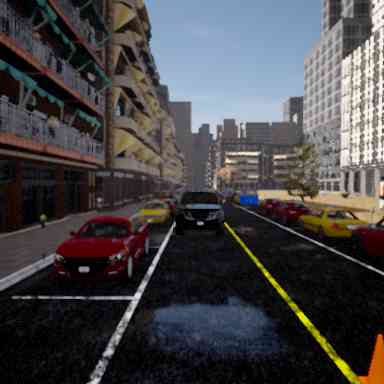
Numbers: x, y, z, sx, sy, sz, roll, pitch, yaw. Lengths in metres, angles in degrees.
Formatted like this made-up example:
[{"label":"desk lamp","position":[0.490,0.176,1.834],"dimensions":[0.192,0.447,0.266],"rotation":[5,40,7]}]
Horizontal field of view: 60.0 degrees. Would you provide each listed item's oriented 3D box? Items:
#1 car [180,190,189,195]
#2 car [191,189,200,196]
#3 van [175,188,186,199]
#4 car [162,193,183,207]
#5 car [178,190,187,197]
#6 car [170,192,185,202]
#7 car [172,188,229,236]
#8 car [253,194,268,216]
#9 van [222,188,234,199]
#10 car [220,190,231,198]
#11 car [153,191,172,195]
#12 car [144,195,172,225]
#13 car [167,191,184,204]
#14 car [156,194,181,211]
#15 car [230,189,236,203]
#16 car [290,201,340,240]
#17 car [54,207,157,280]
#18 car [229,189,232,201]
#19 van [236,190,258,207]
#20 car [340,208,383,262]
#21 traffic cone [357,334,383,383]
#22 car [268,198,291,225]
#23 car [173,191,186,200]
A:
[{"label":"car","position":[-1.830,0.089,81.158],"dimensions":[1.947,1.339,4.313],"rotation":[0,1,0]},{"label":"car","position":[0.857,0.105,80.396],"dimensions":[1.994,1.385,4.181],"rotation":[0,1,0]},{"label":"van","position":[-1.970,0.250,59.052],"dimensions":[1.690,1.788,3.998],"rotation":[0,1,0]},{"label":"car","position":[-2.108,0.856,36.953],"dimensions":[2.008,1.369,4.403],"rotation":[0,1,0]},{"label":"car","position":[-1.900,0.297,70.106],"dimensions":[1.802,1.307,4.206],"rotation":[0,1,0]},{"label":"car","position":[-2.039,0.671,48.004],"dimensions":[1.947,1.339,4.313],"rotation":[0,1,0]},{"label":"car","position":[0.362,0.907,16.611],"dimensions":[2.150,2.045,5.566],"rotation":[0,1,0]},{"label":"car","position":[6.201,1.107,25.849],"dimensions":[1.802,1.307,4.206],"rotation":[0,1,0]},{"label":"van","position":[6.409,0.267,59.000],"dimensions":[1.690,1.788,3.998],"rotation":[0,1,0]},{"label":"car","position":[6.446,0.351,64.697],"dimensions":[1.752,1.417,4.829],"rotation":[0,1,0]},{"label":"car","position":[-2.180,0.823,25.897],"dimensions":[2.192,1.841,5.009],"rotation":[0,1,0]},{"label":"car","position":[-2.215,1.139,20.206],"dimensions":[1.752,1.417,4.829],"rotation":[0,1,0]},{"label":"car","position":[-2.074,0.645,42.475],"dimensions":[1.967,1.590,4.097],"rotation":[0,1,0]},{"label":"car","position":[-2.143,0.957,31.427],"dimensions":[2.008,1.369,4.403],"rotation":[0,1,0]},{"label":"car","position":[6.307,0.744,42.594],"dimensions":[1.752,1.417,4.829],"rotation":[0,1,0]},{"label":"car","position":[6.133,1.253,14.967],"dimensions":[1.752,1.417,4.829],"rotation":[0,1,0]},{"label":"car","position":[-2.283,1.362,9.325],"dimensions":[1.887,1.381,4.507],"rotation":[0,1,0]},{"label":"car","position":[6.341,0.688,47.952],"dimensions":[1.947,1.339,4.313],"rotation":[0,1,0]},{"label":"van","position":[6.271,0.663,36.896],"dimensions":[1.690,1.788,3.998],"rotation":[0,1,0]},{"label":"car","position":[6.096,1.274,9.269],"dimensions":[1.967,1.590,4.097],"rotation":[0,1,0]},{"label":"traffic cone","position":[2.101,1.886,3.723],"dimensions":[0.340,0.580,0.340],"rotation":[0,1,0]},{"label":"car","position":[6.167,1.210,20.324],"dimensions":[1.802,1.307,4.206],"rotation":[0,1,0]},{"label":"car","position":[-2.004,0.552,53.529],"dimensions":[1.887,1.381,4.507],"rotation":[0,1,0]}]
